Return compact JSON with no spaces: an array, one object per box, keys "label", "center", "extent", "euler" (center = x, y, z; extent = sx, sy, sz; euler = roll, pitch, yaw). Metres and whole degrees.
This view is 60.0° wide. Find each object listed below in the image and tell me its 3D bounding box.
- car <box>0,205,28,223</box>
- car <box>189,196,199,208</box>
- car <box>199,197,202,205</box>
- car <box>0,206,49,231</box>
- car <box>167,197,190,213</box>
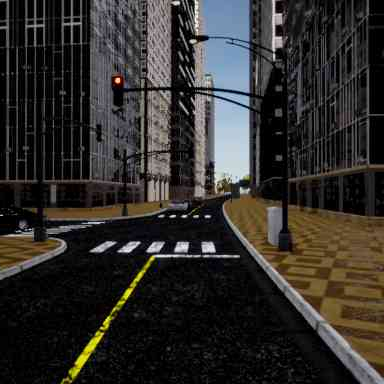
[{"label":"car","center":[-16.497,1.854,28.020],"extent":[4.403,1.369,2.008],"euler":[-1,1,10]},{"label":"car","center":[-0.686,1.450,47.260],"extent":[2.128,1.511,4.902],"euler":[0,0,6]},{"label":"car","center":[0.650,1.483,59.284],"extent":[2.033,1.411,5.357],"euler":[0,0,7]},{"label":"car","center":[-11.832,1.681,21.621],"extent":[4.892,1.490,1.837],"euler":[-1,0,5]},{"label":"car","center":[-1.597,1.576,36.867],"extent":[1.895,1.301,4.718],"euler":[0,0,4]}]
